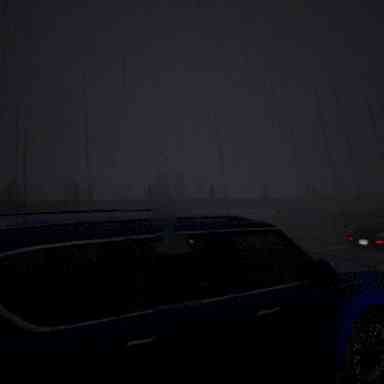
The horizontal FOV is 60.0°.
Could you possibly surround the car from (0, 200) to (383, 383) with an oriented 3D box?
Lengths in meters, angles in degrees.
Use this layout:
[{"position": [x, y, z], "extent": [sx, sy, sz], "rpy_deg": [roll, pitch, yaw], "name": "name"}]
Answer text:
[{"position": [-0.025, 1.217, 3.604], "extent": [5.566, 2.045, 2.150], "rpy_deg": [0, 0, -34], "name": "car"}]
